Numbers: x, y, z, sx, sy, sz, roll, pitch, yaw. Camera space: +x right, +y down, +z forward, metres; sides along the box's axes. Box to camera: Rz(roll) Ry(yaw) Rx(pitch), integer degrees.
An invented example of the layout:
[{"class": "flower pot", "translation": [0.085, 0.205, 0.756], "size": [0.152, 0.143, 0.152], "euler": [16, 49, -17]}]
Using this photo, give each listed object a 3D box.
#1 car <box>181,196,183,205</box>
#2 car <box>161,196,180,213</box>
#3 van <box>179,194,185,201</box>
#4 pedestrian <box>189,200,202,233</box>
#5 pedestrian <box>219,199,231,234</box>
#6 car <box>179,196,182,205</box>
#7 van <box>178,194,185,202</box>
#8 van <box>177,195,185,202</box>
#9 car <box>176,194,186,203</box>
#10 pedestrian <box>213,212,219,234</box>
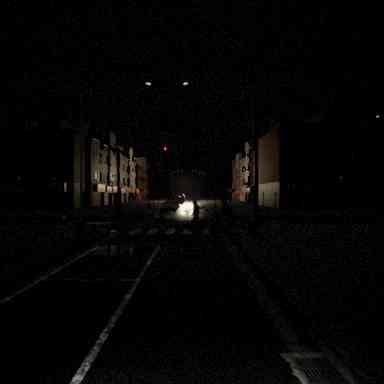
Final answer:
[{"class": "car", "translation": [-2.636, 1.651, 49.803], "size": [1.802, 1.307, 4.206], "euler": [0, 0, 0]}, {"class": "car", "translation": [-2.635, 1.568, 38.423], "size": [1.752, 1.417, 4.829], "euler": [0, 0, 0]}, {"class": "van", "translation": [-2.638, 1.545, 89.042], "size": [1.690, 1.788, 3.998], "euler": [0, 0, 0]}, {"class": "pedestrian", "translation": [0.188, 1.305, 18.329], "size": [0.375, 1.860, 0.375], "euler": [0, 0, 0]}, {"class": "pedestrian", "translation": [1.740, 1.191, 17.130], "size": [0.375, 1.860, 0.375], "euler": [0, 0, 0]}, {"class": "car", "translation": [-2.635, 1.600, 44.197], "size": [1.887, 1.381, 4.507], "euler": [0, 0, 0]}, {"class": "van", "translation": [-2.638, 1.523, 83.436], "size": [1.690, 1.788, 3.998], "euler": [0, 0, 0]}, {"class": "van", "translation": [-2.637, 1.502, 77.831], "size": [1.690, 1.788, 3.998], "euler": [0, 0, 0]}, {"class": "car", "translation": [-2.637, 1.543, 61.014], "size": [1.967, 1.590, 4.097], "euler": [0, 0, 0]}, {"class": "pedestrian", "translation": [1.334, 1.585, 17.728], "size": [0.375, 1.300, 0.375], "euler": [0, 0, 0]}]
